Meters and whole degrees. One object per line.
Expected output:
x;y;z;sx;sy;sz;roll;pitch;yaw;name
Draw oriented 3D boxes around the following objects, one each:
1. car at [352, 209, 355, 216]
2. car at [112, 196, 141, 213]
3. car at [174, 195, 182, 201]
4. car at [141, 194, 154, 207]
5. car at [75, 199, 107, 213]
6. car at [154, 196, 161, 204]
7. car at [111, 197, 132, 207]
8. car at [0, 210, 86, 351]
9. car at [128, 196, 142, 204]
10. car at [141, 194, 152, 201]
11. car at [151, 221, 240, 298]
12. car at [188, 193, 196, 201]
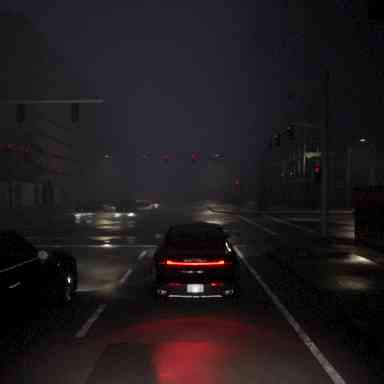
15.972;1.656;27.702;4.718;1.301;1.895;0;0;0;car
-7.415;1.510;38.122;1.837;1.490;4.892;0;0;-1;car
-3.517;1.553;84.269;1.994;1.385;4.181;0;0;1;car
-7.457;1.478;50.847;1.882;1.535;5.008;0;0;0;car
-11.387;1.553;37.925;2.033;1.411;5.357;0;0;6;car
-7.266;1.492;65.211;2.128;1.511;4.902;0;0;1;car
-10.954;1.548;51.847;2.033;1.411;5.357;0;0;1;car
-3.445;1.352;5.153;2.097;1.767;4.553;0;0;0;car
-10.797;1.526;63.108;1.812;1.442;4.674;0;0;1;car
-10.589;1.315;77.777;1.882;1.535;5.008;0;0;1;car
0.081;1.505;8.476;1.837;1.490;4.892;0;0;0;car
-0.014;1.225;84.494;2.150;2.045;5.566;0;0;1;car
